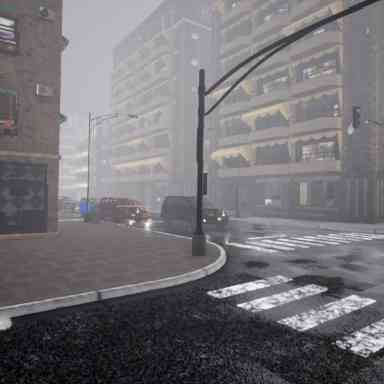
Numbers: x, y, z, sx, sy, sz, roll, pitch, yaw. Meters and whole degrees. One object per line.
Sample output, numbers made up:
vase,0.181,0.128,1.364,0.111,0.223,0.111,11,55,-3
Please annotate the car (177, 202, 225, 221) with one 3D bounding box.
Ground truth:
car,0.735,1.686,30.141,1.752,1.417,4.829,1,-1,-35

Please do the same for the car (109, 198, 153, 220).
car,-5.564,1.410,29.672,2.097,1.767,4.553,1,-1,-35

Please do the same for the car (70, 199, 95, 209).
car,-16.515,1.753,50.146,2.033,1.411,5.357,1,-1,-35

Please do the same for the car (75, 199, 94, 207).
car,-18.557,1.867,57.262,1.802,1.307,4.206,1,-1,-35

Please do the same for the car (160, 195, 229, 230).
car,0.010,1.249,21.827,2.150,2.045,5.566,1,-1,-36

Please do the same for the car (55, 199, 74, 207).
car,-22.539,1.848,58.613,1.895,1.301,4.718,1,-1,-36

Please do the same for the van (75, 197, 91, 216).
van,-8.815,1.355,29.980,1.690,1.788,3.998,1,-1,-35

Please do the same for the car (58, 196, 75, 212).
car,-15.279,1.369,39.068,2.192,1.841,5.009,1,-1,-35

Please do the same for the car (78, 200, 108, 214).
car,-11.301,1.657,37.755,1.994,1.385,4.181,1,-1,-35

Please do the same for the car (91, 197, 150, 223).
car,-5.583,1.310,25.437,2.192,1.841,5.009,1,-1,-35
